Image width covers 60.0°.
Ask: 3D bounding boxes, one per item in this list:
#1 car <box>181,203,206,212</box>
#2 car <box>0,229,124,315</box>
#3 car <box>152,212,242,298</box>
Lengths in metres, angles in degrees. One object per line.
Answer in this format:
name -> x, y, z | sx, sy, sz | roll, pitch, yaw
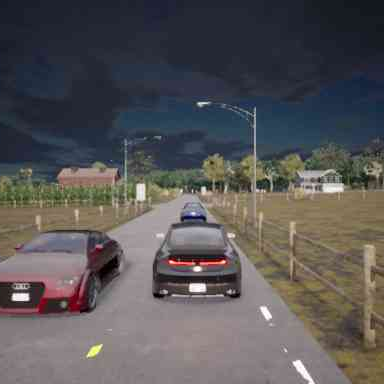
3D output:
car -> 0.105, 1.523, 26.150 | 1.994, 1.385, 4.181 | 0, 0, 0
car -> -2.849, 1.560, 7.524 | 1.994, 1.385, 4.181 | 0, 0, 0
car -> 0.102, 1.500, 8.489 | 1.837, 1.490, 4.892 | 0, 0, 0
